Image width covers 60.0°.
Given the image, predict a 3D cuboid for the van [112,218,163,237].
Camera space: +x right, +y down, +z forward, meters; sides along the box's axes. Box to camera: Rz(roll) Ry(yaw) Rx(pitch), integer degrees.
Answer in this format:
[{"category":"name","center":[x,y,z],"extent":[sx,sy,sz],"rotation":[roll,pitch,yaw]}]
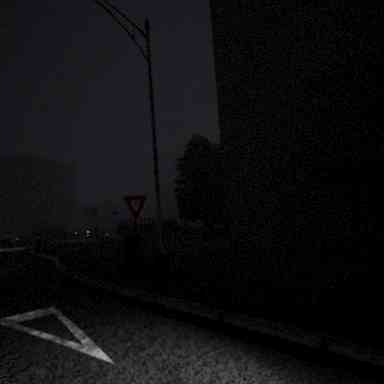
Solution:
[{"category":"van","center":[-5.900,3.840,36.005],"extent":[4.442,1.987,1.878],"rotation":[-5,-6,10]}]

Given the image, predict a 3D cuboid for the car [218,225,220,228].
[{"category":"car","center":[4.463,9.863,90.551],"extent":[4.553,1.767,2.185],"rotation":[-5,-7,10]}]

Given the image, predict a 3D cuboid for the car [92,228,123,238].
[{"category":"car","center":[-14.466,7.086,57.026],"extent":[4.674,1.452,2.002],"rotation":[-5,-7,10]}]

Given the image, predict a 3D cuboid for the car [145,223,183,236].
[{"category":"car","center":[-3.935,5.231,46.893],"extent":[4.792,1.488,2.163],"rotation":[-5,-7,10]}]

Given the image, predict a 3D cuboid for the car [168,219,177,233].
[{"category":"car","center":[-4.948,4.612,41.494],"extent":[5.008,1.535,2.097],"rotation":[-5,-7,10]}]

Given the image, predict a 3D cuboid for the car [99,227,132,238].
[{"category":"car","center":[-13.741,7.341,59.845],"extent":[5.366,1.575,1.946],"rotation":[-5,-7,10]}]

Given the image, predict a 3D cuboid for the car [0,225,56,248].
[{"category":"car","center":[-15.078,4.121,30.277],"extent":[1.882,1.535,5.008],"rotation":[-5,-5,13]}]

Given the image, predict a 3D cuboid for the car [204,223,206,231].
[{"category":"car","center":[-0.268,7.171,66.006],"extent":[4.553,1.767,2.185],"rotation":[-5,-7,10]}]

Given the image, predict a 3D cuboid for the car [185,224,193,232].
[{"category":"car","center":[-2.826,5.825,52.338],"extent":[4.792,1.488,2.163],"rotation":[-5,-7,10]}]

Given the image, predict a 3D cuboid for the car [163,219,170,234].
[{"category":"car","center":[-5.448,4.356,38.718],"extent":[4.792,1.488,2.163],"rotation":[-5,-7,10]}]

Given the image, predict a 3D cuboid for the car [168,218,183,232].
[{"category":"car","center":[-4.476,4.654,44.199],"extent":[5.566,2.045,2.435],"rotation":[-5,-7,10]}]

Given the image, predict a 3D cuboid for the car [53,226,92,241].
[{"category":"car","center":[-16.548,5.724,46.138],"extent":[4.553,1.767,2.185],"rotation":[-5,-7,10]}]

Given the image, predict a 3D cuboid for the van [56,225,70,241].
[{"category":"van","center":[-17.745,5.068,40.739],"extent":[4.442,1.987,1.878],"rotation":[-5,-6,10]}]

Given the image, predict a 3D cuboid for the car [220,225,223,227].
[{"category":"car","center":[5.039,10.033,93.284],"extent":[5.566,2.045,2.435],"rotation":[-5,-7,10]}]

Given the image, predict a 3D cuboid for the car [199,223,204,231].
[{"category":"car","center":[-1.099,6.677,60.496],"extent":[5.366,1.575,1.946],"rotation":[-5,-7,10]}]

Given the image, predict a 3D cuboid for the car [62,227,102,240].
[{"category":"car","center":[-16.205,6.175,49.012],"extent":[5.366,1.575,1.946],"rotation":[-5,-7,10]}]

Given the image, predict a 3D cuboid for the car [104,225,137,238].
[{"category":"car","center":[-13.463,7.397,62.515],"extent":[5.566,2.045,2.435],"rotation":[-5,-7,10]}]

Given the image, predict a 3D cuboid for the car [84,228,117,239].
[{"category":"car","center":[-14.967,6.800,54.422],"extent":[4.674,1.452,2.002],"rotation":[-5,-7,10]}]

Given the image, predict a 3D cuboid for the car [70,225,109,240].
[{"category":"car","center":[-12.776,4.978,41.719],"extent":[2.097,1.767,4.553],"rotation":[-5,-7,10]}]

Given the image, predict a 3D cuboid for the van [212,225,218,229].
[{"category":"van","center":[3.551,9.153,85.081],"extent":[4.442,1.987,1.878],"rotation":[-5,-7,10]}]

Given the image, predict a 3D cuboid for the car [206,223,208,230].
[{"category":"car","center":[0.290,7.594,68.712],"extent":[4.892,1.521,2.231],"rotation":[-5,-7,10]}]

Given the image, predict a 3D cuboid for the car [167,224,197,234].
[{"category":"car","center":[-1.776,6.423,57.794],"extent":[4.792,1.488,2.163],"rotation":[-5,-7,10]}]

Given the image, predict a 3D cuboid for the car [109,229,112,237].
[{"category":"car","center":[-10.752,6.255,52.087],"extent":[1.837,1.490,4.892],"rotation":[-5,-7,11]}]

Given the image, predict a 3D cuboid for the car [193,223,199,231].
[{"category":"car","center":[-2.150,6.079,55.041],"extent":[5.366,1.575,1.946],"rotation":[-5,-7,10]}]
